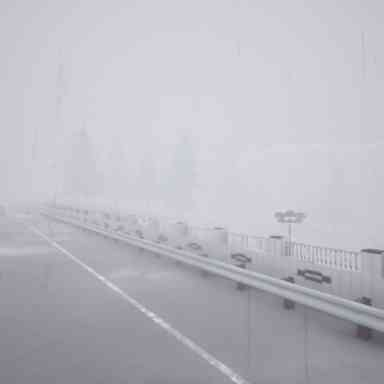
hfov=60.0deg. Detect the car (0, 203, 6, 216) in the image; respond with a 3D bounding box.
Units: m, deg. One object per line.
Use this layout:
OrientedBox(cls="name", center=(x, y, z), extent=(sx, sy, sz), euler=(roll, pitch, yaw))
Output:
OrientedBox(cls="car", center=(-22.521, 1.937, 38.159), extent=(1.882, 1.535, 5.008), euler=(0, -1, -32))
